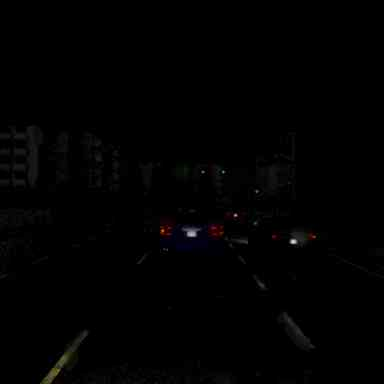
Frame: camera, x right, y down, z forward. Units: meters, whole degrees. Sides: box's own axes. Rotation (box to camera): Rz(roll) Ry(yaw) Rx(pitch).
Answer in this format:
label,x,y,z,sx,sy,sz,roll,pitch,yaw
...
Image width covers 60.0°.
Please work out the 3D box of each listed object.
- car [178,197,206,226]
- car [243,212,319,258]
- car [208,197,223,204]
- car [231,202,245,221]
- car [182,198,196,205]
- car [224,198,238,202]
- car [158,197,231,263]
label,x,y,z,sx,sy,sz,roll,pitch,yaw
car,-0.059,1.498,27.563,2.150,2.045,5.566,0,0,-1
car,3.512,1.699,13.466,1.994,1.385,4.181,0,0,0
car,6.224,2.226,88.049,2.097,1.767,4.553,0,-1,31
car,3.514,1.847,28.487,1.994,1.385,4.181,0,0,1
car,-0.710,2.286,81.774,1.882,1.535,5.008,0,-1,18
car,9.288,2.331,86.315,1.882,1.535,5.008,0,-1,34
car,0.003,1.351,12.572,2.150,2.045,5.566,0,0,0
